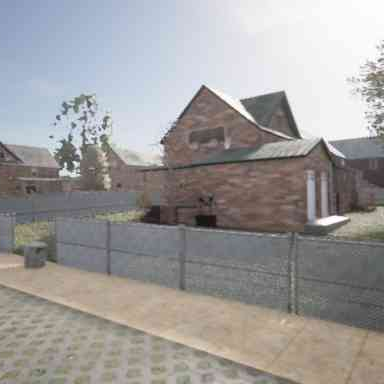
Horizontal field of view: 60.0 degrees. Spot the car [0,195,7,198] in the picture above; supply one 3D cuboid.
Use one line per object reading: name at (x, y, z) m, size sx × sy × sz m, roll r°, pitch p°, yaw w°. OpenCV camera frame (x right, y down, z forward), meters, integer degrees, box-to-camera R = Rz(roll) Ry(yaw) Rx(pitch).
car at (-13.812, 0.969, 23.381) m, size 2.097 × 1.767 × 4.553 m, roll -1°, pitch 1°, yaw 36°
